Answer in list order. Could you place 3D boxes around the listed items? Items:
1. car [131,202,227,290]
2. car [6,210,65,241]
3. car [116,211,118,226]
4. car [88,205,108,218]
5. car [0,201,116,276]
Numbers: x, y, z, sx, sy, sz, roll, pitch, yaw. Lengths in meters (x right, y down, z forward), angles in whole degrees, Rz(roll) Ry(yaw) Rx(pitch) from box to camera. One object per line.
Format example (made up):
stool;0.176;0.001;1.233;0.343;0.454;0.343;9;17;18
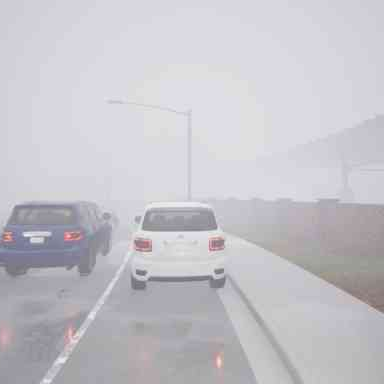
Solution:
car;-0.451;1.278;9.412;2.150;2.045;5.566;0;-1;-5
car;-8.690;1.808;18.914;1.994;1.385;4.181;0;-1;-10
car;-6.979;1.987;26.988;1.812;1.442;4.674;0;-2;-14
car;-11.947;2.389;42.205;1.882;1.535;5.008;0;-2;-23
car;-4.002;1.296;10.719;2.150;2.045;5.566;0;-1;-5
